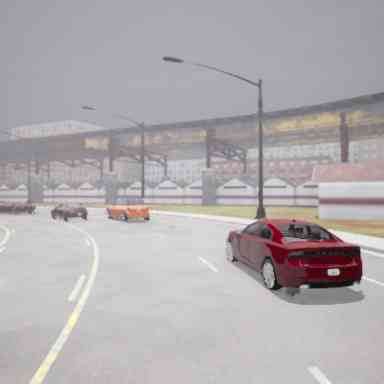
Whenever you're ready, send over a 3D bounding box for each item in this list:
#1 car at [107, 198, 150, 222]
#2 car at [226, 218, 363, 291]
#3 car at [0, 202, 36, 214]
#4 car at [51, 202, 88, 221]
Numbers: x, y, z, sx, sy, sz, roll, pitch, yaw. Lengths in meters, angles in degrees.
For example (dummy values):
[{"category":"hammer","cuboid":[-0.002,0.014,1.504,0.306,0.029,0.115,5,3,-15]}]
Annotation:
[{"category":"car","cuboid":[-5.234,1.359,26.818,2.097,1.767,4.553,0,0,-35]},{"category":"car","cuboid":[2.398,1.457,9.108,1.882,1.535,5.008,0,0,-10]},{"category":"car","cuboid":[-19.041,1.677,35.680,4.718,1.301,1.895,0,0,30]},{"category":"car","cuboid":[-10.125,1.559,27.466,1.812,1.442,4.674,0,0,-40]}]
